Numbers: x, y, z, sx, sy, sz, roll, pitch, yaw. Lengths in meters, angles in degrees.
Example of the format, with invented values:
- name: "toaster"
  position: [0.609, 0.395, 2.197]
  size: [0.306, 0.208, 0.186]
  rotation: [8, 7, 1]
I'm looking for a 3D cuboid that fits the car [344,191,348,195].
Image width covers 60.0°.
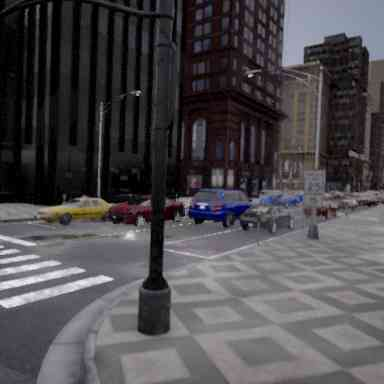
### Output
- name: "car"
  position: [30.882, 0.715, 70.125]
  size: [1.967, 1.590, 4.097]
  rotation: [4, 2, 35]

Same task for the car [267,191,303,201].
- name: "car"
  position: [10.091, 0.943, 36.242]
  size: [1.882, 1.535, 5.008]
  rotation: [3, 2, 36]

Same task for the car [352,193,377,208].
- name: "car"
  position: [22.853, 1.283, 44.132]
  size: [1.887, 1.381, 4.507]
  rotation: [4, 2, 35]

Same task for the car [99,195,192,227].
- name: "car"
  position: [-2.417, 0.978, 18.666]
  size: [1.882, 1.535, 5.008]
  rotation: [3, 2, 35]

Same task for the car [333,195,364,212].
- name: "car"
  position: [16.598, 1.333, 35.329]
  size: [1.802, 1.307, 4.206]
  rotation: [4, 2, 35]

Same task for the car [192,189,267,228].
- name: "car"
  position: [2.088, 0.878, 19.639]
  size: [2.150, 2.045, 5.566]
  rotation: [3, 2, 35]

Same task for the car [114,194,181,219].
- name: "car"
  position: [-2.890, 0.907, 22.594]
  size: [1.887, 1.381, 4.507]
  rotation: [4, 2, 35]

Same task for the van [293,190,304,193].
- name: "van"
  position: [15.535, 0.658, 48.515]
  size: [1.690, 1.788, 3.998]
  rotation: [4, 2, 35]

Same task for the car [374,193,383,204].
- name: "car"
  position: [32.233, 1.283, 57.338]
  size: [1.947, 1.339, 4.313]
  rotation: [4, 2, 35]

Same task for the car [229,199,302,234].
- name: "car"
  position: [4.092, 1.336, 17.722]
  size: [2.008, 1.369, 4.403]
  rotation: [4, 2, 35]

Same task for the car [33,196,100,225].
- name: "car"
  position: [-6.057, 0.900, 18.134]
  size: [1.752, 1.417, 4.829]
  rotation: [4, 2, 35]

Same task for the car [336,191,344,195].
- name: "car"
  position: [27.816, 0.603, 65.800]
  size: [2.192, 1.841, 5.009]
  rotation: [4, 2, 35]

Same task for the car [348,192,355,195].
- name: "car"
  position: [37.233, 0.533, 82.055]
  size: [4.403, 1.369, 2.008]
  rotation: [2, 2, 26]

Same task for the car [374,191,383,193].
- name: "car"
  position: [44.987, 1.092, 80.057]
  size: [1.895, 1.301, 4.718]
  rotation: [3, 2, 35]

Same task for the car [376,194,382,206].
- name: "car"
  position: [25.979, 1.298, 48.534]
  size: [1.947, 1.339, 4.313]
  rotation: [4, 2, 35]

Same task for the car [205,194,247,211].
- name: "car"
  position: [3.248, 0.909, 31.236]
  size: [1.947, 1.339, 4.313]
  rotation: [4, 2, 35]

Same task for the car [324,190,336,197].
- name: "car"
  position: [24.735, 0.879, 61.487]
  size: [1.802, 1.307, 4.206]
  rotation: [4, 2, 35]

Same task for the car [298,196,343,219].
- name: "car"
  position: [10.346, 1.310, 26.525]
  size: [1.887, 1.381, 4.507]
  rotation: [4, 2, 35]
